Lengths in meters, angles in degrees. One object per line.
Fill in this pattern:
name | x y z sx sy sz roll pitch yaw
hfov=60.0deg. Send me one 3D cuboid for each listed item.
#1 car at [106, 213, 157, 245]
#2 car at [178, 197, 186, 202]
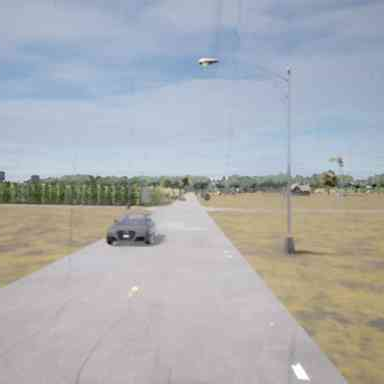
car | -2.853 1.738 16.435 1.994 1.385 4.181 0 -1 0
car | -2.783 1.974 94.403 1.994 1.385 4.181 0 0 0
